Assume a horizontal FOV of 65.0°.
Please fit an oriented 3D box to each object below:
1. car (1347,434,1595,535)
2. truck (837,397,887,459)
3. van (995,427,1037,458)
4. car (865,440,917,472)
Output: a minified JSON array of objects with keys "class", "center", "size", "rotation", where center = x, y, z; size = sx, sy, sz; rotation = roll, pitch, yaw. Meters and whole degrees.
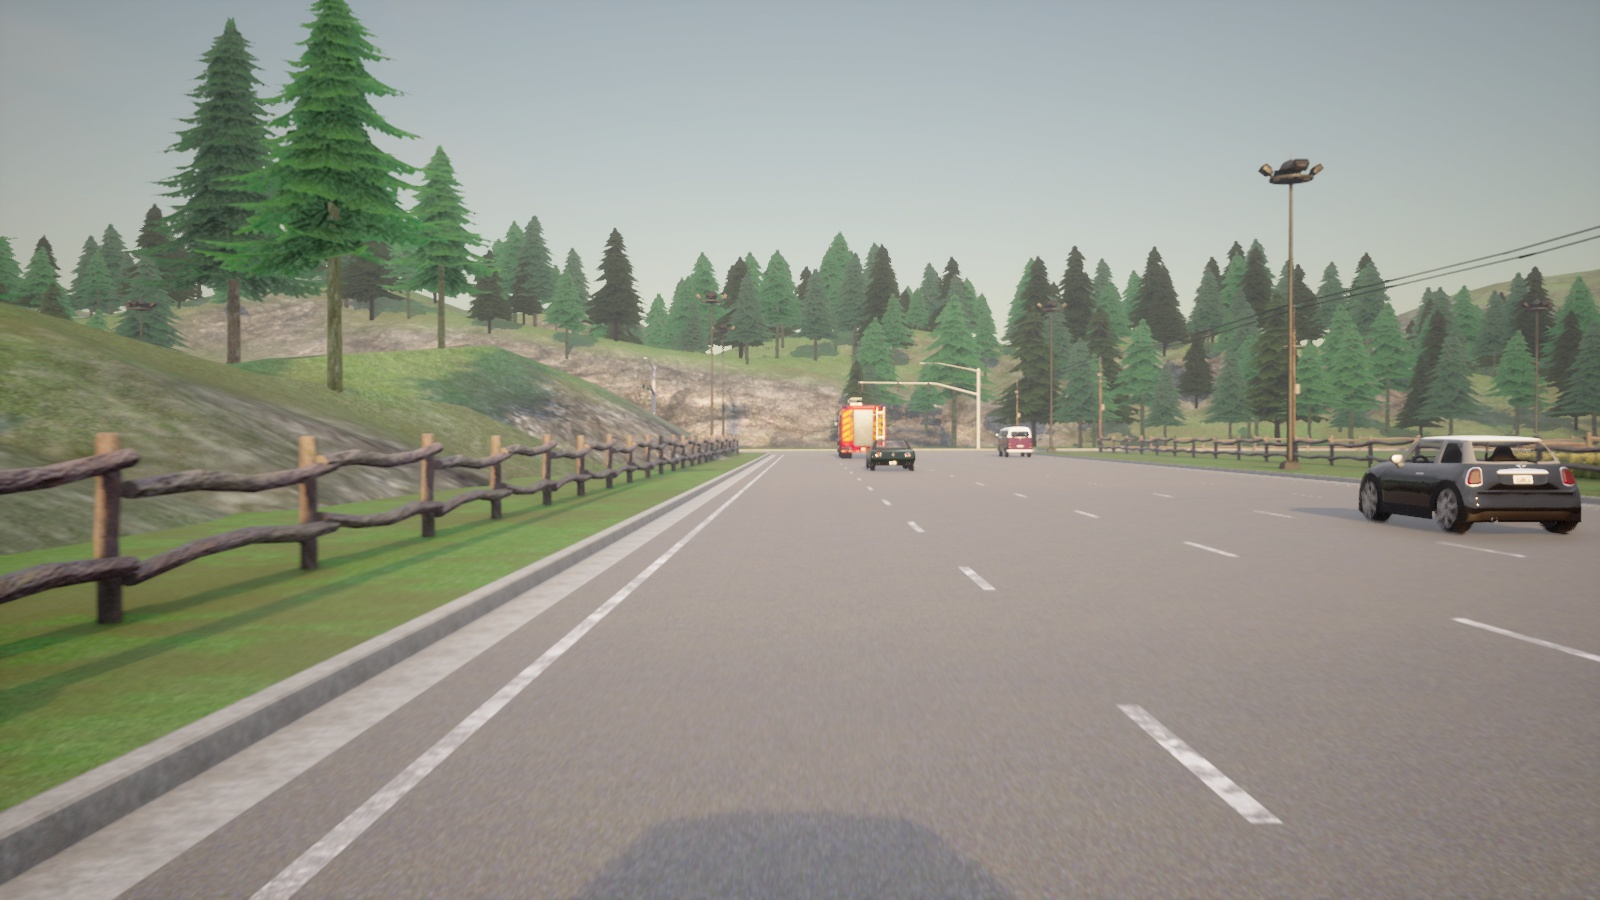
[{"class":"car","center":[10.626,0.484,20.231],"size":[1.970,1.475,3.806],"rotation":[0,1,0]},{"class":"truck","center":[3.966,-1.370,82.115],"size":[2.891,3.827,8.468],"rotation":[0,0,0]},{"class":"van","center":[14.480,-0.499,84.456],"size":[2.069,2.038,4.480],"rotation":[0,1,0]},{"class":"car","center":[3.808,0.230,53.343],"size":[1.895,1.301,4.718],"rotation":[0,1,0]}]
